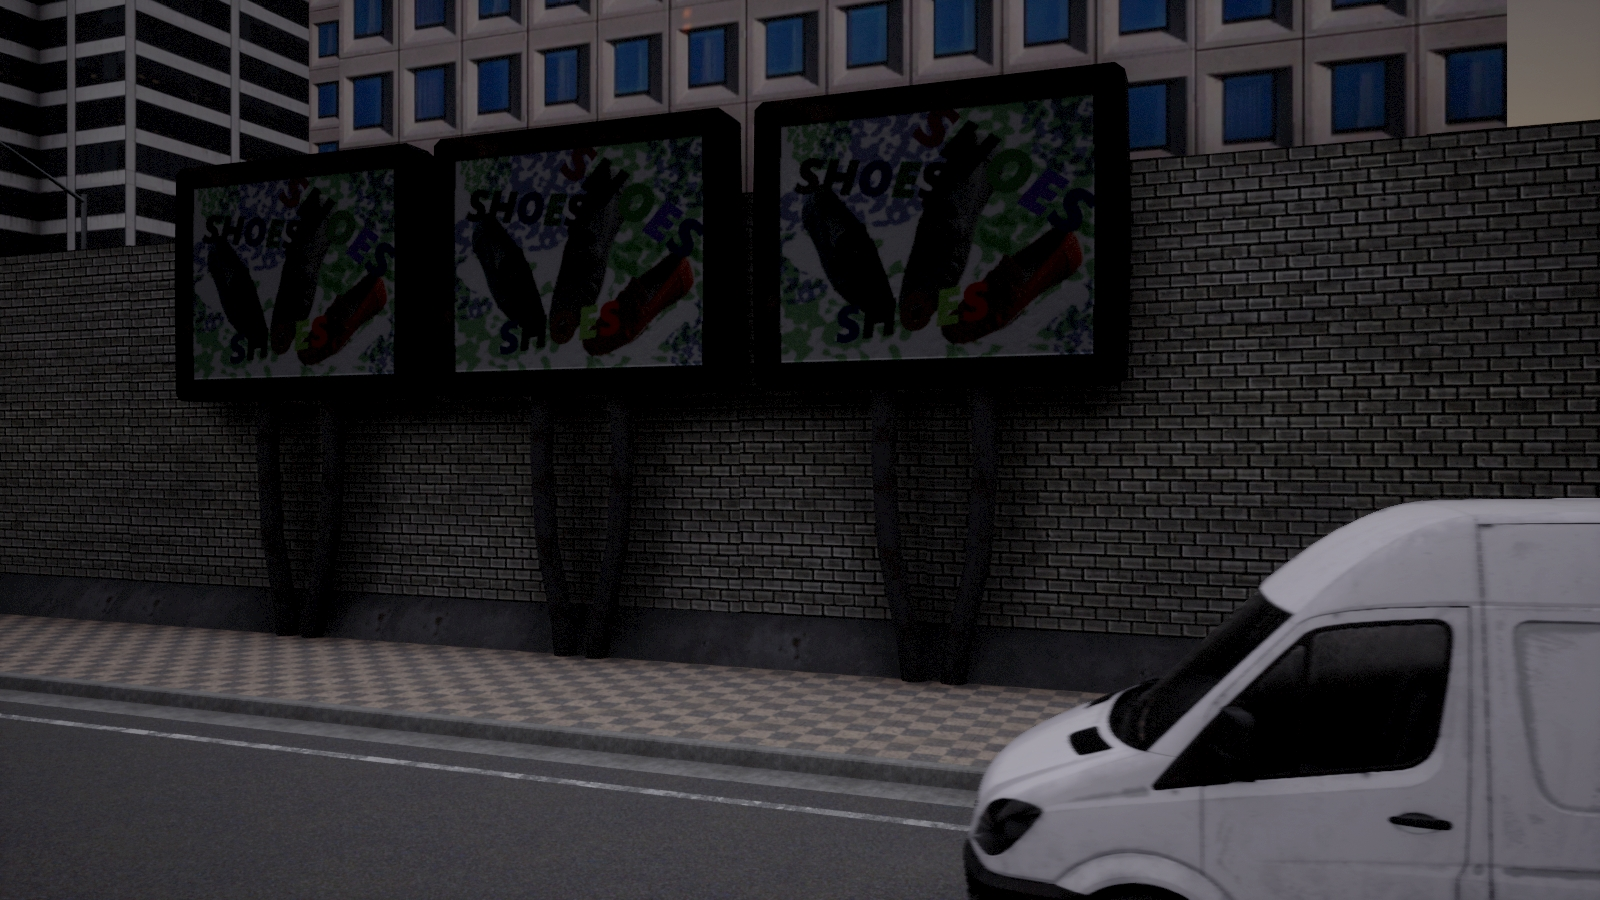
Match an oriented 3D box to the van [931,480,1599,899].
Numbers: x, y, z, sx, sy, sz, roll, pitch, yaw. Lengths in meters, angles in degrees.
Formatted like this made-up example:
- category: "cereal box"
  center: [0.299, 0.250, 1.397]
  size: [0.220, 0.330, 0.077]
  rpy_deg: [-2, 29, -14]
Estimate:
- category: "van"
  center: [3.768, 1.479, 5.566]
  size: [5.915, 2.561, 1.988]
  rpy_deg: [0, 0, 20]
